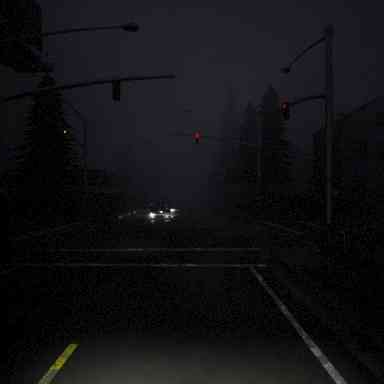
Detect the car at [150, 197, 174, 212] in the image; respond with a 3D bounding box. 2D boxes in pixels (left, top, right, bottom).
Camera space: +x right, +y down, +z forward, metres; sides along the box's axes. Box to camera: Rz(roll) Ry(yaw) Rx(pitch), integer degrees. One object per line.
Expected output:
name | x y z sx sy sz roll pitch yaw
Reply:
car | -3.525 1.352 38.105 2.097 1.767 4.553 0 0 0
